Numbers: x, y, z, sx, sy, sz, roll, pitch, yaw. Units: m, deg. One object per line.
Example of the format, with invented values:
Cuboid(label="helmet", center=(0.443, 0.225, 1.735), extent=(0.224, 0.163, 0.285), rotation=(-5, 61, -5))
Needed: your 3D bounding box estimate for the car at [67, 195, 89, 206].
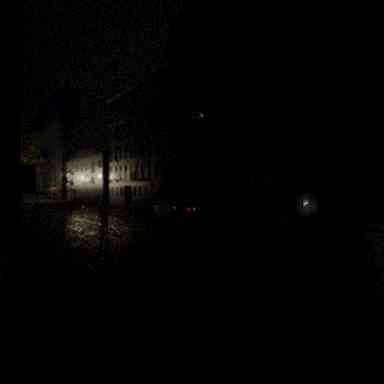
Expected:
Cuboid(label="car", center=(-18.802, 1.359, 54.717), extent=(2.097, 1.767, 4.553), rotation=(0, 0, -36))

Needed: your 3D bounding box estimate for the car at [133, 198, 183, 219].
Cuboid(label="car", center=(-3.124, 1.298, 27.960), extent=(2.097, 1.767, 4.553), rotation=(0, 0, -36))

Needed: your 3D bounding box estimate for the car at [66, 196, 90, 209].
Cuboid(label="car", center=(-15.744, 1.536, 45.613), extent=(2.033, 1.411, 5.357), rotation=(0, 0, -36))

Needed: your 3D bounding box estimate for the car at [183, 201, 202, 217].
Cuboid(label="car", center=(-1.258, 1.497, 30.416), extent=(2.033, 1.411, 5.357), rotation=(0, 0, -36))
